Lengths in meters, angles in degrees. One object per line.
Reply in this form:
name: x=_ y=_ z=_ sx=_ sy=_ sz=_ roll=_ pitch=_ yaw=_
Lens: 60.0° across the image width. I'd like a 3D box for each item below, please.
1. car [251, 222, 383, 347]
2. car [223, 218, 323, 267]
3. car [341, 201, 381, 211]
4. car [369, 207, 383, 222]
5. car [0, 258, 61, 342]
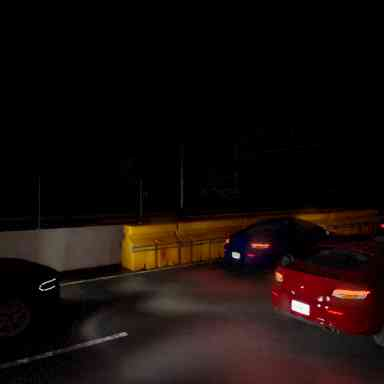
car: x=3.451 y=1.526 z=6.217 sx=4.674 sy=1.442 sz=1.812 roll=0 pitch=0 yaw=-36
car: x=3.052 y=1.526 z=10.226 sx=4.674 sy=1.442 sz=1.812 roll=0 pitch=0 yaw=-35
car: x=16.902 y=1.601 z=33.261 sx=4.718 sy=1.301 sz=1.895 roll=0 pitch=0 yaw=-36
car: x=10.853 y=1.547 z=15.784 sx=5.357 sy=1.411 sz=2.033 roll=0 pitch=0 yaw=-36
car: x=-4.560 y=1.478 z=4.792 sx=5.008 sy=1.535 sz=1.882 roll=0 pitch=0 yaw=-35
